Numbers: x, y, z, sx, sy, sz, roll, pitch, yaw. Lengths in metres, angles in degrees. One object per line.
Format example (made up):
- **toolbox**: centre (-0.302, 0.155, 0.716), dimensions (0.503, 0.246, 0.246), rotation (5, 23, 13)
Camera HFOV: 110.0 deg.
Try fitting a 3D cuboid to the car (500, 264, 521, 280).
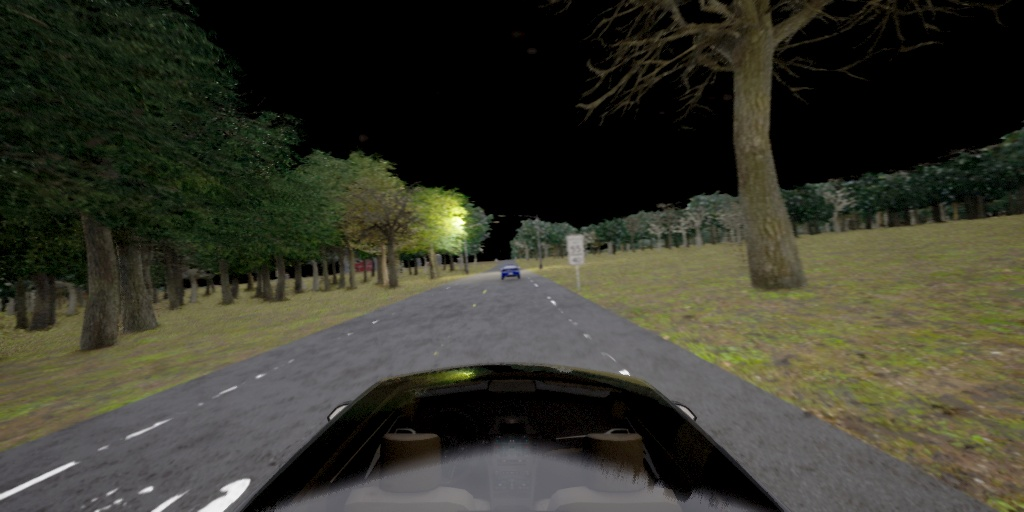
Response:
- **car**: centre (-0.139, 1.576, 37.004), dimensions (1.882, 1.535, 5.008), rotation (-5, -1, 0)
